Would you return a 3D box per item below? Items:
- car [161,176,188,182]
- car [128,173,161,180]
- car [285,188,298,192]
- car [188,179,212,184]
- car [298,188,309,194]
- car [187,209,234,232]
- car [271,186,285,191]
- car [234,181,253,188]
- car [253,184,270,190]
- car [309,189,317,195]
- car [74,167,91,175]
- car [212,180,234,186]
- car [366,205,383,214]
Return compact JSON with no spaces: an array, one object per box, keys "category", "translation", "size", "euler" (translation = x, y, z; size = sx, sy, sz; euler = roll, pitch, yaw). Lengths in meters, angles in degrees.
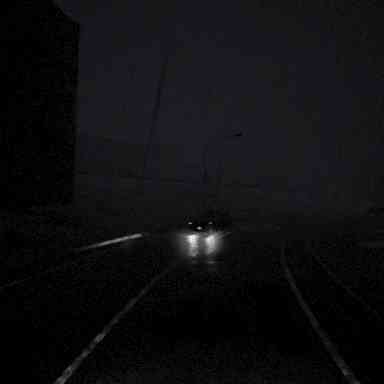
[{"category":"car","translation":[-3.770,-2.032,58.626],"size":[4.892,1.521,2.231],"euler":[3,-5,-34]},{"category":"car","translation":[-8.336,-2.281,55.535],"size":[4.892,1.521,2.231],"euler":[3,-5,-34]},{"category":"car","translation":[22.326,-0.248,79.183],"size":[4.892,1.521,2.231],"euler":[4,-6,-41]},{"category":"car","translation":[0.761,-1.718,61.814],"size":[4.674,1.452,2.002],"euler":[4,-6,-35]},{"category":"car","translation":[26.471,-0.026,82.998],"size":[4.553,1.767,2.185],"euler":[5,-6,-43]},{"category":"car","translation":[1.473,1.912,23.061],"size":[2.033,1.411,5.357],"euler":[-2,-2,23]},{"category":"car","translation":[18.258,-0.519,75.609],"size":[4.674,1.452,2.002],"euler":[4,-6,-40]},{"category":"car","translation":[9.593,-1.302,68.480],"size":[4.553,1.767,2.185],"euler":[4,-6,-37]},{"category":"car","translation":[14.040,-0.836,72.064],"size":[4.792,1.488,2.163],"euler":[4,-6,-39]},{"category":"car","translation":[30.527,0.222,86.868],"size":[5.566,2.045,2.435],"euler":[5,-7,-43]},{"category":"car","translation":[-17.398,-2.875,49.430],"size":[4.553,1.767,2.185],"euler":[3,-5,-34]},{"category":"car","translation":[5.222,-1.470,65.104],"size":[5.008,1.535,2.097],"euler":[4,-6,-36]},{"category":"car","translation":[30.265,2.887,54.238],"size":[4.181,1.385,1.994],"euler":[2,-4,-32]}]
